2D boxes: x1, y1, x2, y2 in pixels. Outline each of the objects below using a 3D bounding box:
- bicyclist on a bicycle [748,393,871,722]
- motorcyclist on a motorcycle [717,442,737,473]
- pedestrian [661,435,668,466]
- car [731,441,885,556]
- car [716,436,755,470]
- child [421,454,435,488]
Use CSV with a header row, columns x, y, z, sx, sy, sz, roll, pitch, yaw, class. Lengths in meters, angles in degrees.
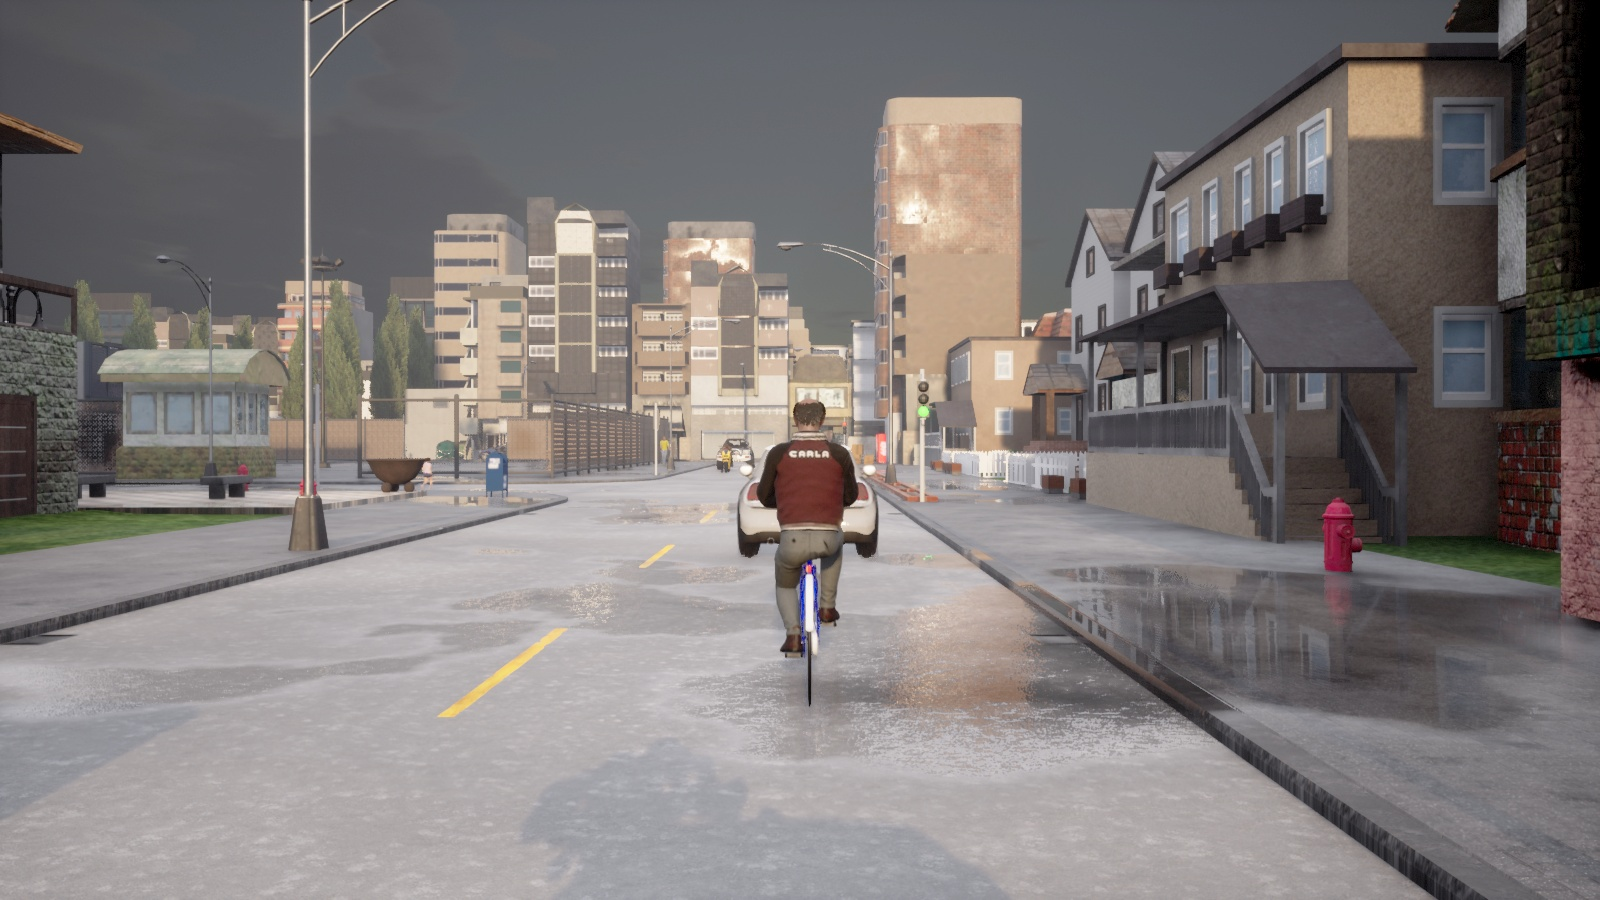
x,y,z,sx,sy,sz,roll,pitch,yaw,class
0.056,0.574,7.689,0.659,1.776,1.843,0,0,0,bicyclist on a bicycle
-3.636,0.372,62.667,0.797,1.523,2.044,0,0,2,motorcyclist on a motorcycle
-8.088,0.027,74.805,0.354,1.836,0.706,0,0,-1,pedestrian
0.109,0.611,17.966,1.970,1.475,3.806,0,0,0,car
-3.610,0.161,70.722,1.932,1.855,4.605,0,0,1,car
-11.993,0.678,40.487,0.255,1.110,0.394,0,0,19,child
